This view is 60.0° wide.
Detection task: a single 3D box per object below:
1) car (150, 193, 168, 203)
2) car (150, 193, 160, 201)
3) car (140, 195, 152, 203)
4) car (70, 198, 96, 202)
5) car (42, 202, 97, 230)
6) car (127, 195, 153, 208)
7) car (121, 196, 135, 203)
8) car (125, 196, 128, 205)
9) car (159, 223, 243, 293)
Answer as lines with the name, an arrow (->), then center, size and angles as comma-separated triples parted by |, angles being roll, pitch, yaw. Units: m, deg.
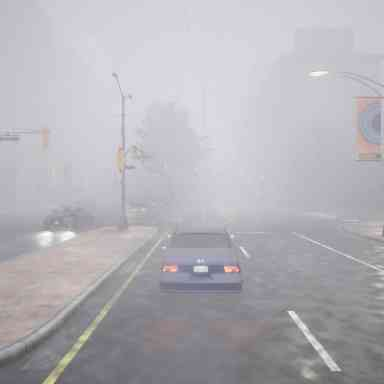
car -> -6.755, 1.351, 67.747 | 2.097, 1.767, 4.553 | 0, 0, 2
car -> -9.844, 1.223, 88.631 | 2.150, 2.045, 5.566 | 0, 0, 1
car -> -10.139, 1.500, 72.967 | 1.837, 1.490, 4.892 | 0, 0, 1
car -> -14.750, 1.526, 43.410 | 1.812, 1.442, 4.674 | 1, 1, 44
car -> -7.718, 1.564, 21.029 | 1.994, 1.385, 4.181 | 0, 0, 1
car -> -7.227, 1.548, 47.007 | 2.033, 1.411, 5.357 | 0, 0, 1
car -> -13.447, 1.595, 69.884 | 1.895, 1.301, 4.718 | 0, 0, 1
car -> -10.475, 1.353, 58.999 | 2.097, 1.767, 4.553 | 0, 0, 1
car -> 0.232, 1.547, 8.987 | 2.033, 1.411, 5.357 | 0, 0, 1
